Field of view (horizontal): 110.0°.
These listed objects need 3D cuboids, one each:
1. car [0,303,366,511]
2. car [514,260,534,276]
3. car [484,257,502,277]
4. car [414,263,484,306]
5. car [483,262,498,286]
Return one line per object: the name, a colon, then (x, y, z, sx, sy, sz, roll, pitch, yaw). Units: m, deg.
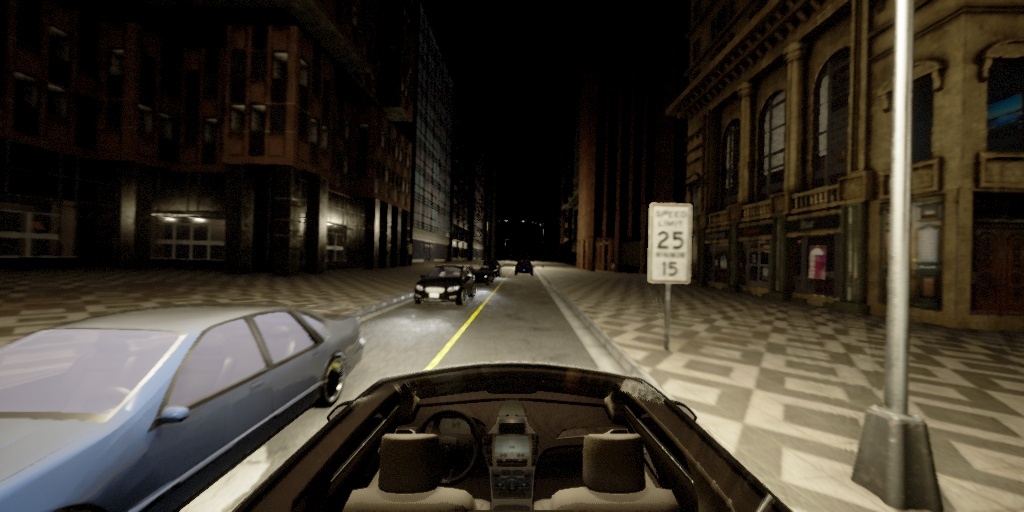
car: (-3.133, 1.211, 3.294, 2.033, 1.411, 5.357, 2, 0, -1)
car: (1.265, 1.222, 37.808, 1.882, 1.535, 5.008, 2, 0, 2)
car: (-2.004, 1.164, 34.019, 1.837, 1.490, 4.892, 2, 0, 2)
car: (-2.700, 1.155, 15.311, 2.128, 1.511, 4.902, 2, 0, 2)
car: (-2.291, 1.331, 24.581, 1.895, 1.301, 4.718, 2, 0, 2)
